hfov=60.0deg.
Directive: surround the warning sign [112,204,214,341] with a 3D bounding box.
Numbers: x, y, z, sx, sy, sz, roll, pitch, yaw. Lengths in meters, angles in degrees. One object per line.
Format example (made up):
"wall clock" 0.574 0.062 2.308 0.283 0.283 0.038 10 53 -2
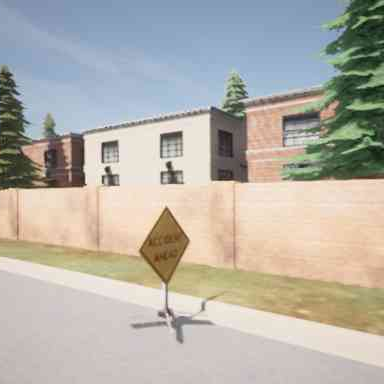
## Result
"warning sign" -0.448 1.154 5.479 1.060 1.860 1.300 -1 0 35
